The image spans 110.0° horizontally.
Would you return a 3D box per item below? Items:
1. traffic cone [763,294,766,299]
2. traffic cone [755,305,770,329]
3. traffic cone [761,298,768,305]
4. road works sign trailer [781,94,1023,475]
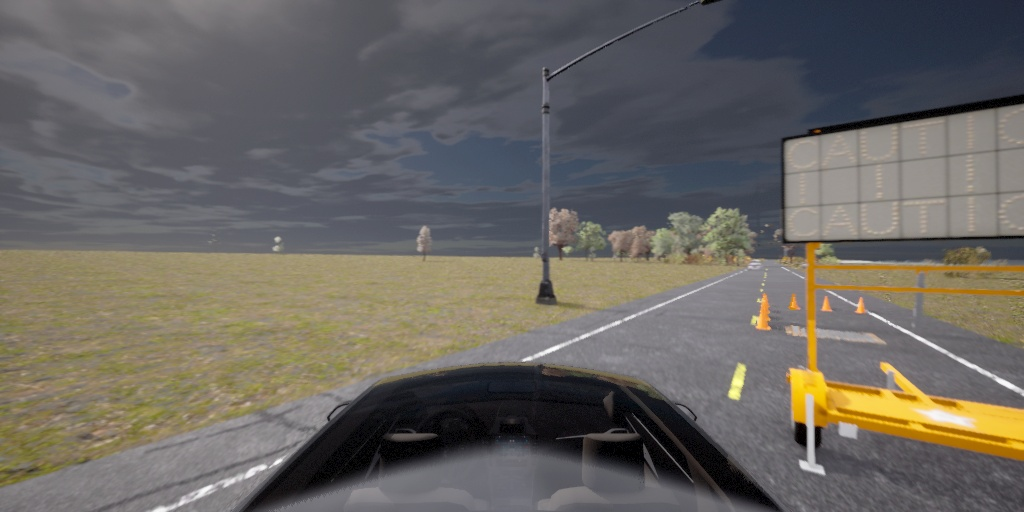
[{"bbox_3d":[9.653,1.856,13.729,0.340,0.580,0.340,0,0,36],"label":"traffic cone"},{"bbox_3d":[7.322,1.815,10.479,0.340,0.580,0.340,0,0,36],"label":"traffic cone"},{"bbox_3d":[8.487,1.836,12.104,0.340,0.580,0.340,0,0,36],"label":"traffic cone"},{"bbox_3d":[4.451,0.243,3.924,2.380,3.560,2.880,0,0,36],"label":"road works sign trailer"}]
